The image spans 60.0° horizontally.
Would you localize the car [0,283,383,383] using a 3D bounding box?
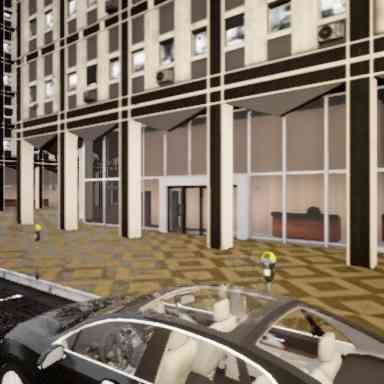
[{"bbox_3d":[-0.067,1.539,2.930,4.403,1.369,2.008,0,0,35],"label":"car"}]
